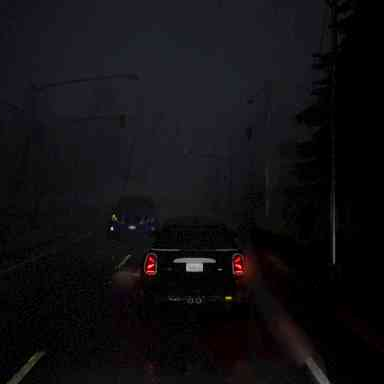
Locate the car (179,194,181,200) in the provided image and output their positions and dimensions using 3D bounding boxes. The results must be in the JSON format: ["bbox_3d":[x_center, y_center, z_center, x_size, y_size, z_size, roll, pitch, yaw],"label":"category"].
[{"bbox_3d":[-2.137,1.158,83.504,2.097,1.767,4.553,0,0,-13],"label":"car"}]

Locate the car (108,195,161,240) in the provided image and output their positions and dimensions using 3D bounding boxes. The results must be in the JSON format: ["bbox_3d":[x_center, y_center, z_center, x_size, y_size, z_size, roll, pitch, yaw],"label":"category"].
[{"bbox_3d":[-2.894,1.219,17.584,2.150,2.045,5.566,1,0,-5],"label":"car"}]

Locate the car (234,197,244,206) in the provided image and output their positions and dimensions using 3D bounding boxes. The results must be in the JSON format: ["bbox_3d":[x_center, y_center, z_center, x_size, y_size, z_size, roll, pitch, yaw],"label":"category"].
[{"bbox_3d":[8.902,1.144,48.722,4.605,1.855,1.932,0,0,-1],"label":"car"}]

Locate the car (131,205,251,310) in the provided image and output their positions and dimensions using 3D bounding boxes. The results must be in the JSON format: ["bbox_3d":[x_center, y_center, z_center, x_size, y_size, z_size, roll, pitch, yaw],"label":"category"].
[{"bbox_3d":[0.070,1.352,8.006,2.097,1.767,4.553,0,0,1],"label":"car"}]

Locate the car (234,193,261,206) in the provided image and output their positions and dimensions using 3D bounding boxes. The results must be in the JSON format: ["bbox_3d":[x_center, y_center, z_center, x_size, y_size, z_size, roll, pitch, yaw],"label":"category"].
[{"bbox_3d":[8.490,1.146,51.233,3.866,1.878,1.905,0,0,-1],"label":"car"}]

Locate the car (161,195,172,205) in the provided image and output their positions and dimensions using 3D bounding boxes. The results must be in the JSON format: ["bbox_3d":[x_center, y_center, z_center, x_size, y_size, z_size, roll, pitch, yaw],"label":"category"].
[{"bbox_3d":[-3.998,1.496,43.580,1.812,1.442,4.674,0,0,0],"label":"car"}]

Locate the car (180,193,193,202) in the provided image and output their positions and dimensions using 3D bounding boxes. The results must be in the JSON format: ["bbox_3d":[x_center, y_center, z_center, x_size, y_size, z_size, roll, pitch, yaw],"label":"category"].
[{"bbox_3d":[-0.860,1.555,73.369,1.895,1.301,4.718,0,0,-7],"label":"car"}]

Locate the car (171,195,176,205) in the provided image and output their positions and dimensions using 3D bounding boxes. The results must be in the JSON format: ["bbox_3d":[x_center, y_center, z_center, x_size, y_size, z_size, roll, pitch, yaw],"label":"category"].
[{"bbox_3d":[-4.059,1.475,52.754,1.837,1.490,4.892,0,0,0],"label":"car"}]
